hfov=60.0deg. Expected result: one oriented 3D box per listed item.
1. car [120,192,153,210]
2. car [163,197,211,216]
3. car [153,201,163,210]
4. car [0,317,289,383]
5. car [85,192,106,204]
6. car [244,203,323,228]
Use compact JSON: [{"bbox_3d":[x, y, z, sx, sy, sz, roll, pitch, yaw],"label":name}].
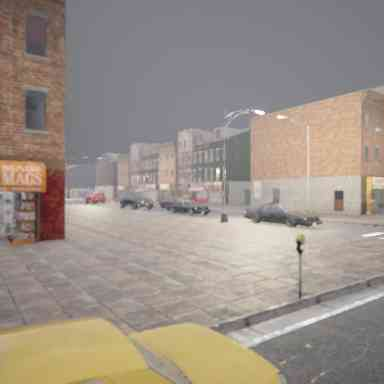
[{"bbox_3d":[-6.491,1.008,38.545,2.150,2.045,5.566,0,0,-35],"label":"car"},{"bbox_3d":[-0.338,1.431,29.936,1.895,1.301,4.718,0,0,-36],"label":"car"},{"bbox_3d":[-2.073,1.287,37.443,1.882,1.535,5.008,0,0,-35],"label":"car"},{"bbox_3d":[-1.453,1.526,1.769,4.829,1.417,1.752,0,0,-35],"label":"car"},{"bbox_3d":[-16.759,1.033,57.888,2.150,2.045,5.566,0,0,-35],"label":"car"},{"bbox_3d":[5.696,1.449,21.576,2.033,1.411,5.357,0,0,-33],"label":"car"}]
